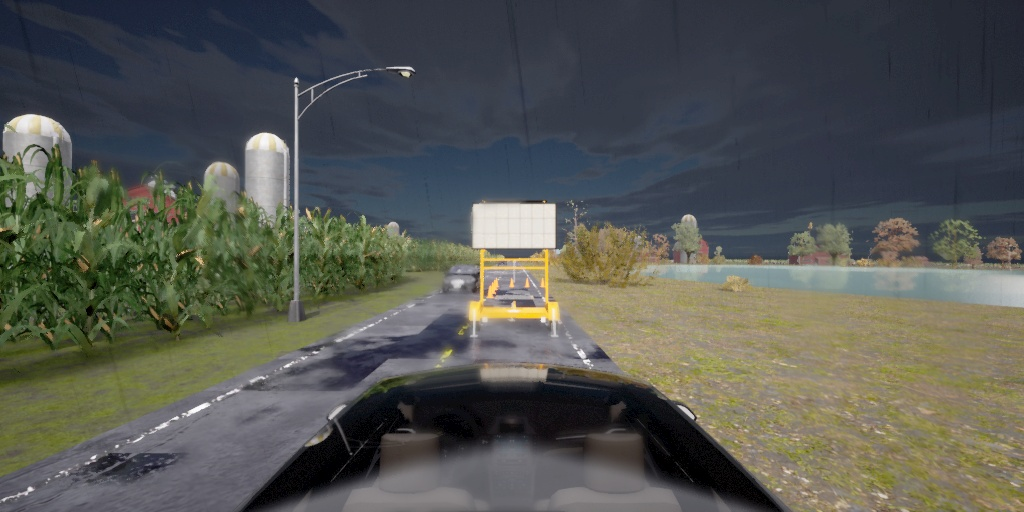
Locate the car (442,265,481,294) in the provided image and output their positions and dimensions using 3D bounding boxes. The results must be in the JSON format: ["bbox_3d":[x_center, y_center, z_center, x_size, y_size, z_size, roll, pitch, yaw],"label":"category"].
[{"bbox_3d":[-2.712,1.254,20.391,2.128,1.511,4.902,0,0,0],"label":"car"}]

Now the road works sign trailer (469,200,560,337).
[{"bbox_3d":[0.068,0.217,10.266,2.380,3.560,2.880,0,0,0],"label":"road works sign trailer"}]
